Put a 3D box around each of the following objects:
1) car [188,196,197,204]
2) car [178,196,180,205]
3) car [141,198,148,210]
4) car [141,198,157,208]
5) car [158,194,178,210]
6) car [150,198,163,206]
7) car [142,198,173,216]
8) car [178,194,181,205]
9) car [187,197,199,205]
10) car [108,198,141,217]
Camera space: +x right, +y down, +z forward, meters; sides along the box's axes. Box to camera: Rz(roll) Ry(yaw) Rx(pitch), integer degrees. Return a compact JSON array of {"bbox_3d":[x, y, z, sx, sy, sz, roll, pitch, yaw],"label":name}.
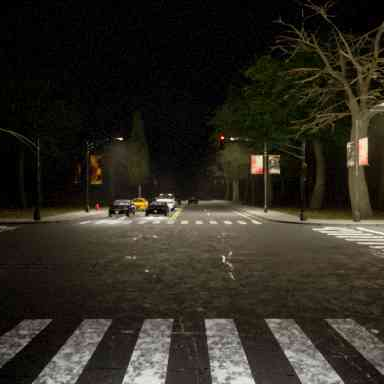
[{"bbox_3d":[0.135,1.740,72.650,1.882,1.535,5.008,0,0,0],"label":"car"},{"bbox_3d":[-3.280,1.703,51.812,1.895,1.301,4.718,0,0,0],"label":"car"},{"bbox_3d":[-6.541,1.520,41.064,1.882,1.535,5.008,0,0,0],"label":"car"},{"bbox_3d":[-6.534,1.661,51.110,1.994,1.385,4.181,0,0,-1],"label":"car"},{"bbox_3d":[-3.291,1.266,41.561,2.150,2.045,5.566,0,0,0],"label":"car"},{"bbox_3d":[-6.484,1.774,61.168,1.895,1.301,4.718,0,0,0],"label":"car"},{"bbox_3d":[-3.295,1.583,32.204,1.994,1.385,4.181,0,0,1],"label":"car"},{"bbox_3d":[-3.221,1.405,62.425,2.150,2.045,5.566,0,0,1],"label":"car"},{"bbox_3d":[0.173,1.663,61.020,2.128,1.511,4.902,0,-1,0],"label":"car"},{"bbox_3d":[-6.555,1.510,31.564,2.128,1.511,4.902,0,0,0],"label":"car"}]
